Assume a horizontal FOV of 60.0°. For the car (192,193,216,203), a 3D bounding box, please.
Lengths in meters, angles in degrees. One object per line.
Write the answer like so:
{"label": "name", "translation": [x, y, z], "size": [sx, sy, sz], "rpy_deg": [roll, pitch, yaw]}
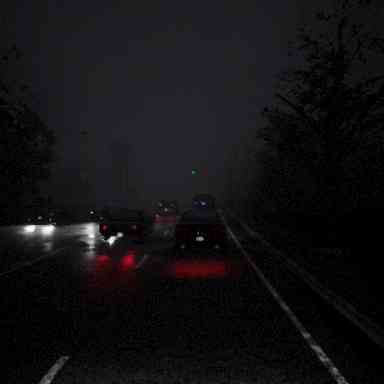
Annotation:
{"label": "car", "translation": [1.196, 1.159, 32.784], "size": [2.150, 2.045, 5.566], "rpy_deg": [0, 0, 3]}

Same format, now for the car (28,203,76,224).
{"label": "car", "translation": [-9.969, 1.514, 23.942], "size": [1.994, 1.385, 4.181], "rpy_deg": [0, 0, 3]}

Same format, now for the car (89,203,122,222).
{"label": "car", "translation": [-6.374, 1.548, 26.012], "size": [1.895, 1.301, 4.718], "rpy_deg": [0, 0, 3]}

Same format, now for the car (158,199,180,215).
{"label": "car", "translation": [-2.264, 1.426, 33.528], "size": [2.128, 1.511, 4.902], "rpy_deg": [0, 0, 3]}

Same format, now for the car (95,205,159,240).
{"label": "car", "translation": [-3.059, 1.567, 16.719], "size": [1.895, 1.301, 4.718], "rpy_deg": [0, 0, 2]}

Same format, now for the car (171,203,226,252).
{"label": "car", "translation": [0.350, 1.451, 13.868], "size": [1.882, 1.535, 5.008], "rpy_deg": [0, 0, 2]}
